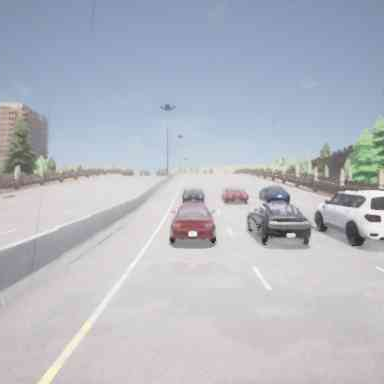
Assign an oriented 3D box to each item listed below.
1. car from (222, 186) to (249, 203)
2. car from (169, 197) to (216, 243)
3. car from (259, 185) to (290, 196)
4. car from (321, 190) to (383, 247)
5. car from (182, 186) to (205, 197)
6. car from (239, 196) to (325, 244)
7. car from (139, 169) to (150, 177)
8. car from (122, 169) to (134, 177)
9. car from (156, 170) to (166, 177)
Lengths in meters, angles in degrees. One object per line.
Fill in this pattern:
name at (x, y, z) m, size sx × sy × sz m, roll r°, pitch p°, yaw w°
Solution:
car at (3.623, 0.169, 28.542) m, size 1.895 × 1.301 × 4.718 m, roll 0°, pitch 6°, yaw 0°
car at (0.048, 1.224, 14.326) m, size 1.812 × 1.442 × 4.674 m, roll 0°, pitch 3°, yaw 0°
car at (7.126, 0.091, 28.939) m, size 1.994 × 1.385 × 4.181 m, roll 0°, pitch 6°, yaw 1°
car at (7.042, 0.933, 13.918) m, size 2.150 × 2.045 × 5.566 m, roll 0°, pitch 3°, yaw 0°
car at (0.123, 0.170, 28.562) m, size 1.895 × 1.301 × 4.718 m, roll 0°, pitch 6°, yaw 0°
car at (3.546, 1.196, 14.217) m, size 2.128 × 1.511 × 4.902 m, roll 0°, pitch 3°, yaw 0°
car at (-10.134, -4.117, 71.240) m, size 2.128 × 1.511 × 4.902 m, roll 0°, pitch 6°, yaw 0°
car at (-13.634, -4.164, 71.255) m, size 1.882 × 1.535 × 5.008 m, roll 0°, pitch 6°, yaw 0°
car at (-6.634, -4.103, 71.222) m, size 2.033 × 1.411 × 5.357 m, roll 0°, pitch 6°, yaw 0°
